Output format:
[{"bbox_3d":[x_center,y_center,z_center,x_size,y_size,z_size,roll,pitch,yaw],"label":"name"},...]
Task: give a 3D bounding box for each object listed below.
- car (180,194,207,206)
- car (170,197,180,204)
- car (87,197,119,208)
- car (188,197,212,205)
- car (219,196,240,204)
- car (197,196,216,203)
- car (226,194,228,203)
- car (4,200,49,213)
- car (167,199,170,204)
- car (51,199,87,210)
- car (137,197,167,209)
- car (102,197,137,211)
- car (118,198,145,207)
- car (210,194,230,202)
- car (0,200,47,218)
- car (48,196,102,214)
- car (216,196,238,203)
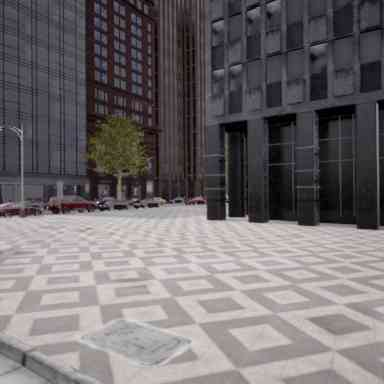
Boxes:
[{"bbox_3d":[0.631,1.458,52.507,1.887,1.381,4.507,-1,0,35],"label":"car"},{"bbox_3d":[-3.191,1.568,61.990,1.947,1.339,4.313,-1,0,35],"label":"car"},{"bbox_3d":[-12.782,1.478,48.051,1.967,1.590,4.097,-1,0,35],"label":"car"},{"bbox_3d":[1.478,1.534,58.274,1.895,1.301,4.718,-1,0,34],"label":"car"},{"bbox_3d":[7.024,1.459,61.797,1.947,1.339,4.313,-1,0,35],"label":"car"},{"bbox_3d":[3.202,1.529,71.282,1.887,1.381,4.507,-1,0,35],"label":"car"},{"bbox_3d":[3.826,1.218,57.153,2.192,1.841,5.009,-1,0,35],"label":"car"},{"bbox_3d":[-19.173,1.636,38.760,1.947,1.339,4.313,-1,0,35],"label":"car"},{"bbox_3d":[-6.484,1.539,57.203,1.752,1.417,4.829,-1,0,35],"label":"car"},{"bbox_3d":[-15.976,1.636,43.405,1.802,1.307,4.206,-1,0,35],"label":"car"},{"bbox_3d":[-5.760,1.504,43.215,1.947,1.339,4.313,-1,0,35],"label":"car"},{"bbox_3d":[-8.956,1.520,38.570,1.947,1.339,4.313,-1,0,35],"label":"car"},{"bbox_3d":[-9.584,1.607,52.697,1.802,1.307,4.206,-1,0,35],"label":"car"},{"bbox_3d":[6.397,1.290,75.929,2.192,1.841,5.009,-1,0,35],"label":"car"},{"bbox_3d":[-15.348,1.572,29.279,1.802,1.307,4.206,-1,0,35],"label":"car"},{"bbox_3d":[-12.154,1.286,33.926,2.192,1.841,5.009,-1,0,35],"label":"car"},{"bbox_3d":[7.141,1.465,66.503,2.033,1.411,5.357,-1,0,35],"label":"car"}]
